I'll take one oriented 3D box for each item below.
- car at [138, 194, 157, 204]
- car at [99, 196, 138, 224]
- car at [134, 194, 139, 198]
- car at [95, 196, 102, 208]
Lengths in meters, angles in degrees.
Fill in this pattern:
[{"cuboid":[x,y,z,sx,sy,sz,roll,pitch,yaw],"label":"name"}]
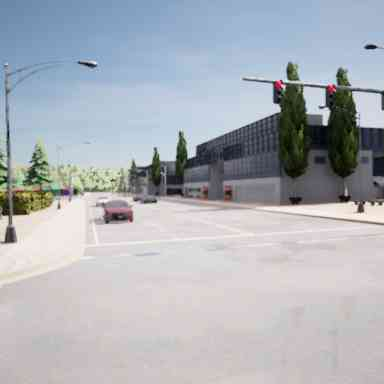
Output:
[{"cuboid":[-6.648,1.119,51.586,1.994,1.385,4.181,-1,1,-17],"label":"car"},{"cuboid":[-5.349,1.324,23.755,1.882,1.535,5.008,-1,1,-18],"label":"car"},{"cuboid":[-9.637,1.077,60.850,1.994,1.385,4.181,-1,1,-18],"label":"car"},{"cuboid":[-11.984,1.273,44.835,1.812,1.442,4.674,-1,1,-17],"label":"car"}]
